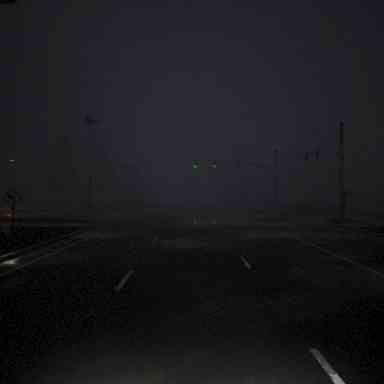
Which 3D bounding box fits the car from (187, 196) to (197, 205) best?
[{"bbox_3d":[-0.019,1.864,69.410,1.812,1.442,4.674,0,0,0],"label":"car"}]
